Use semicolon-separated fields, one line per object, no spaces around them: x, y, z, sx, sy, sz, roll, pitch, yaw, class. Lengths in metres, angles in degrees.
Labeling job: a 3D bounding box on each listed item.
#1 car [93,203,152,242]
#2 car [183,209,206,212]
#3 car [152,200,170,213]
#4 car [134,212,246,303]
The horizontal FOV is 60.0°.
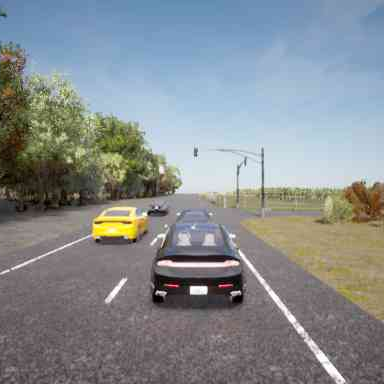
-3.362;1.474;16.387;1.882;1.535;5.008;0;0;0;car
0.137;1.560;17.101;1.994;1.385;4.181;0;0;0;car
-3.325;1.539;33.732;2.033;1.411;5.357;0;0;0;car
0.118;1.490;8.184;2.128;1.511;4.902;0;0;0;car
